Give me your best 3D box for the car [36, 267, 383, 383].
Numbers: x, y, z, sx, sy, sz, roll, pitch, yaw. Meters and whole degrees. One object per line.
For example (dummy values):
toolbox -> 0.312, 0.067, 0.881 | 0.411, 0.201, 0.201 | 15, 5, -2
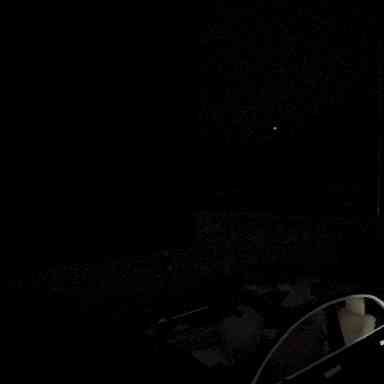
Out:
car -> 0.686, 1.563, 3.272 | 4.403, 1.369, 2.008 | 0, 1, -35
